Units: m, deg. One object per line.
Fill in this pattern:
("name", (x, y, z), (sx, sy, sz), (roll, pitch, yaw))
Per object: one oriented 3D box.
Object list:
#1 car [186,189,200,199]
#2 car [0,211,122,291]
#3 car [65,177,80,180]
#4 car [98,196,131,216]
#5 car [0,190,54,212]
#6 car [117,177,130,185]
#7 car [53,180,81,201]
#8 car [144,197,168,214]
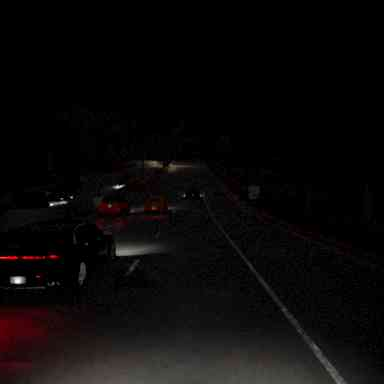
("car", (0.103, 0.200, 46.842), (1.994, 1.385, 4.181), (0, 6, 0))
("car", (-3.399, 1.481, 8.928), (1.837, 1.490, 4.892), (0, 0, 0))
("car", (-20.998, -1.386, 57.655), (2.150, 2.045, 5.566), (0, 7, 1))
("car", (-6.898, 1.134, 30.014), (2.097, 1.767, 4.553), (0, 2, 0))
("car", (-14.082, 1.066, 28.052), (2.150, 2.045, 5.566), (0, 1, 0))
("car", (-13.926, -2.293, 67.840), (2.128, 1.511, 4.902), (0, 7, 0))
("car", (-17.573, -0.047, 45.828), (2.150, 2.045, 5.566), (0, 6, 0))
("car", (-3.398, 1.178, 32.071), (1.882, 1.535, 5.008), (0, 2, 0))
